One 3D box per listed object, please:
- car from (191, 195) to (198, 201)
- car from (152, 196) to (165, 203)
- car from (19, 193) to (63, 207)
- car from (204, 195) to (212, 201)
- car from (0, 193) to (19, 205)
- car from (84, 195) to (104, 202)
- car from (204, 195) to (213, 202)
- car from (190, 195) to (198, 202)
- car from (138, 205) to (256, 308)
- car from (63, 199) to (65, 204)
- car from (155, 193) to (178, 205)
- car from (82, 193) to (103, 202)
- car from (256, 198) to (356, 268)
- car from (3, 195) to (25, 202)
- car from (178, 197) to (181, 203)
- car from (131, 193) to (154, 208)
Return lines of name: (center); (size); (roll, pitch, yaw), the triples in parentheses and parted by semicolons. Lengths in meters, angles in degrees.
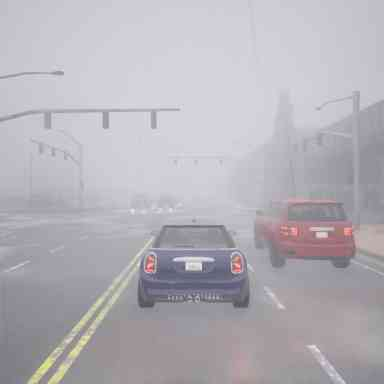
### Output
car: (0.669, 1.478, 87.748); (1.882, 1.535, 5.008); (0, 0, 1)
car: (-6.807, 1.547, 68.406); (2.033, 1.411, 5.357); (0, 0, 2)
car: (-21.573, 1.153, 47.663); (4.605, 1.855, 1.932); (0, 0, 0)
car: (4.170, 1.525, 87.756); (2.128, 1.511, 4.902); (0, 0, 1)
car: (-39.110, 1.153, 70.134); (4.605, 1.855, 1.932); (0, 0, 0)
car: (-21.583, 1.395, 73.076); (3.806, 1.475, 1.970); (0, 0, 0)
car: (3.922, 1.524, 77.476); (1.812, 1.442, 4.674); (0, 0, 1)
car: (0.426, 1.500, 77.658); (1.837, 1.490, 4.892); (0, 0, 1)
car: (0.040, 1.352, 8.092); (2.097, 1.767, 4.553); (0, 0, 0)
car: (-21.523, 1.156, 50.558); (3.866, 1.878, 1.905); (0, 0, 0)
car: (-3.783, 1.221, 50.607); (2.150, 2.045, 5.566); (0, 0, 1)
car: (-21.590, 1.156, 70.181); (3.866, 1.878, 1.905); (0, 0, 0)
car: (3.535, 1.221, 11.433); (2.150, 2.045, 5.566); (0, 0, 2)
car: (-39.050, 1.364, 73.030); (3.905, 1.438, 1.784); (0, 0, 0)
car: (-3.563, 1.526, 60.416); (1.812, 1.442, 4.674); (0, 0, 1)
car: (-7.321, 1.221, 48.183); (2.150, 2.045, 5.566); (0, 0, 1)
